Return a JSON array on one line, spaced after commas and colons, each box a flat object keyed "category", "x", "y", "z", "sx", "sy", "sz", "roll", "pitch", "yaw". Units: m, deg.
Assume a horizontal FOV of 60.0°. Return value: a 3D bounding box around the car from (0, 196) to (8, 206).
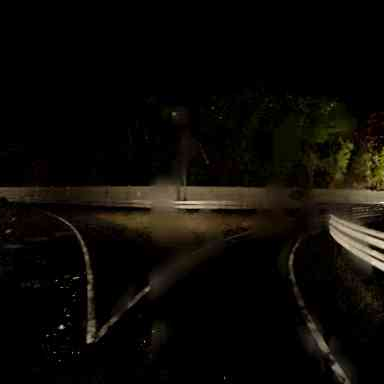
[{"category": "car", "x": -29.358, "y": 1.377, "z": 50.389, "sx": 2.128, "sy": 1.511, "sz": 4.902, "roll": 1, "pitch": -1, "yaw": -43}]
